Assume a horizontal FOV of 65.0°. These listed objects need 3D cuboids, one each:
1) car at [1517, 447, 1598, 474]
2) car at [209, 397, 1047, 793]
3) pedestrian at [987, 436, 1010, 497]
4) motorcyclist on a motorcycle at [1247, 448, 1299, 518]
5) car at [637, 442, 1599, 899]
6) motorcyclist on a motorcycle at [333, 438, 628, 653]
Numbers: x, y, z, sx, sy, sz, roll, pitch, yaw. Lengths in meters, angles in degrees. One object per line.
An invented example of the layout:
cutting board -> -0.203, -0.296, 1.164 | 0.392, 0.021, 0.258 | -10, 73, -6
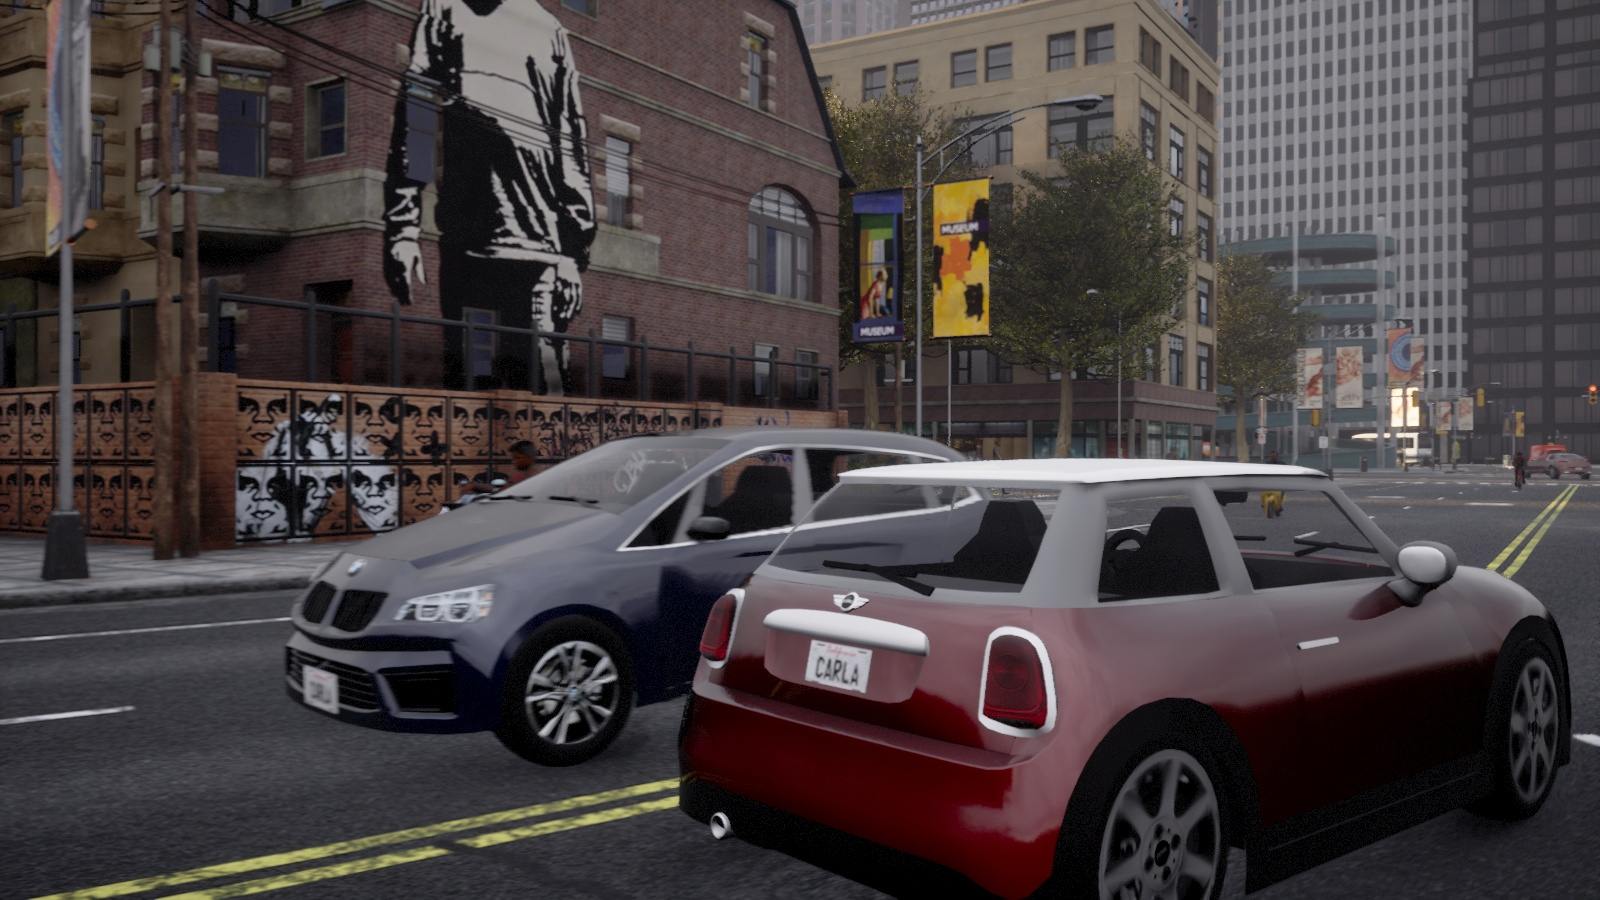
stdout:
car -> 47.114, 0.640, 78.236 | 2.152, 1.651, 5.027 | 0, 0, 2
car -> -0.808, 0.614, 7.670 | 4.611, 1.667, 2.242 | 0, 0, -43
pedestrian -> 5.985, 0.500, 37.872 | 0.634, 1.846, 0.331 | 0, 0, 13
motorcyclist on a motorcycle -> 11.095, 0.759, 29.419 | 0.866, 1.590, 1.817 | -1, 0, 29
car -> 1.499, 0.722, 5.064 | 3.806, 1.475, 1.970 | 0, 0, -40
motorcyclist on a motorcycle -> -2.663, 0.734, 10.712 | 2.350, 1.649, 0.766 | 0, 0, -43
